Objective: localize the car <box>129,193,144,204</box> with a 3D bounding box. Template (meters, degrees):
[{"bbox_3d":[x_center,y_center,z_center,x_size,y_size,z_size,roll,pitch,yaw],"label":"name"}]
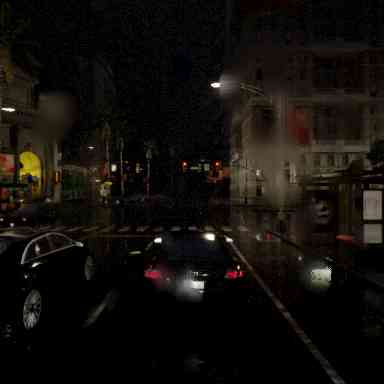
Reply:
[{"bbox_3d":[-10.709,1.221,64.720,2.150,2.045,5.566,0,0,0],"label":"car"}]

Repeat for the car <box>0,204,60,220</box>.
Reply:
[{"bbox_3d":[-10.660,1.547,22.355,2.033,1.411,5.357,0,0,0],"label":"car"}]

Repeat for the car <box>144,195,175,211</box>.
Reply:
[{"bbox_3d":[-3.877,1.525,41.800,1.812,1.442,4.674,-1,0,-33],"label":"car"}]

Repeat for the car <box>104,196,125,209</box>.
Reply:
[{"bbox_3d":[-10.721,1.353,46.280,2.097,1.767,4.553,0,0,0],"label":"car"}]

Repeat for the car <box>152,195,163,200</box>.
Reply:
[{"bbox_3d":[-9.578,1.524,92.111,1.812,1.442,4.674,0,0,9],"label":"car"}]

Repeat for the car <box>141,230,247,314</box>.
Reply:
[{"bbox_3d":[0.043,1.564,7.710,1.994,1.385,4.181,0,0,0],"label":"car"}]

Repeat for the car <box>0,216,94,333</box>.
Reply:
[{"bbox_3d":[-3.461,1.492,6.772,2.128,1.511,4.902,0,0,0],"label":"car"}]

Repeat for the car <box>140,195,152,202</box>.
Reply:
[{"bbox_3d":[-10.708,1.540,78.199,2.033,1.411,5.357,0,0,0],"label":"car"}]
